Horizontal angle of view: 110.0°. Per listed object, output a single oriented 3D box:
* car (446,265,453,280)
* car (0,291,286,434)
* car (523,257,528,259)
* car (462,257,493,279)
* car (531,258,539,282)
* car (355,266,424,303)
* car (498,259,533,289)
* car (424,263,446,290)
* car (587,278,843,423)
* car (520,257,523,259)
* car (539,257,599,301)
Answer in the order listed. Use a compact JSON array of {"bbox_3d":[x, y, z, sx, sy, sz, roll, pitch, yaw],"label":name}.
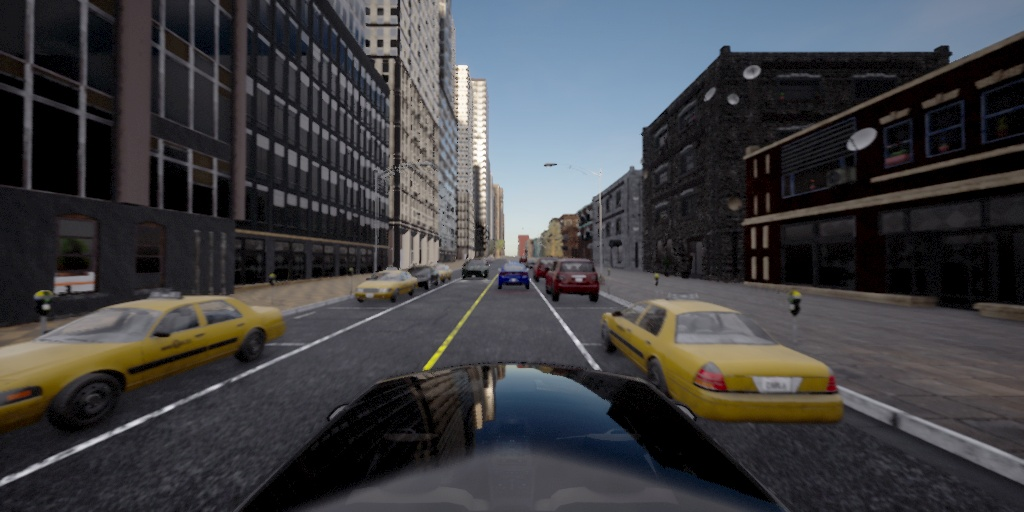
[{"bbox_3d":[-5.689,1.234,27.811,1.751,1.417,4.829,0,0,0],"label":"car"},{"bbox_3d":[-5.689,1.270,5.626,1.751,1.417,4.829,0,0,0],"label":"car"},{"bbox_3d":[2.692,1.226,50.167,1.948,1.339,4.313,0,0,0],"label":"car"},{"bbox_3d":[-3.093,1.054,31.234,2.097,1.767,4.553,0,0,0],"label":"car"},{"bbox_3d":[2.692,1.023,27.983,2.192,1.841,5.009,0,0,0],"label":"car"},{"bbox_3d":[-5.689,1.253,16.718,1.751,1.417,4.829,0,0,0],"label":"car"},{"bbox_3d":[0.099,1.194,23.024,1.882,1.535,5.008,0,0,0],"label":"car"},{"bbox_3d":[-5.689,1.284,22.436,1.948,1.339,4.313,0,0,0],"label":"car"},{"bbox_3d":[2.692,1.270,5.968,1.751,1.417,4.829,0,0,0],"label":"car"},{"bbox_3d":[0.097,1.208,40.641,1.812,1.442,4.674,0,0,0],"label":"car"},{"bbox_3d":[2.691,1.042,16.890,2.192,1.841,5.009,0,0,0],"label":"car"}]
